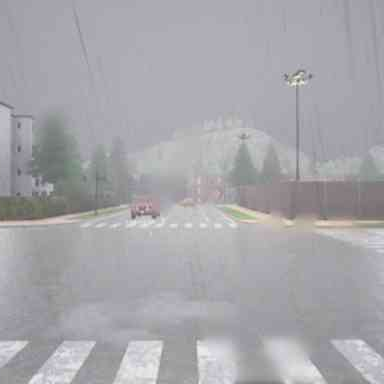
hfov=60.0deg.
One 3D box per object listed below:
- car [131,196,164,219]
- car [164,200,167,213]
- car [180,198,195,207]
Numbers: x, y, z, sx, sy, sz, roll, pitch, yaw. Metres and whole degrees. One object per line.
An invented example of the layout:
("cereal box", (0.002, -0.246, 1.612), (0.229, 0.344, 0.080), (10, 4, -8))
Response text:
("car", (-4.255, 1.399, 31.239), (2.150, 2.045, 5.566), (0, 0, 0))
("car", (-4.252, 1.591, 41.300), (2.097, 1.767, 4.553), (0, 0, 0))
("car", (-0.801, 1.816, 57.876), (1.882, 1.535, 5.008), (0, 0, -14))
